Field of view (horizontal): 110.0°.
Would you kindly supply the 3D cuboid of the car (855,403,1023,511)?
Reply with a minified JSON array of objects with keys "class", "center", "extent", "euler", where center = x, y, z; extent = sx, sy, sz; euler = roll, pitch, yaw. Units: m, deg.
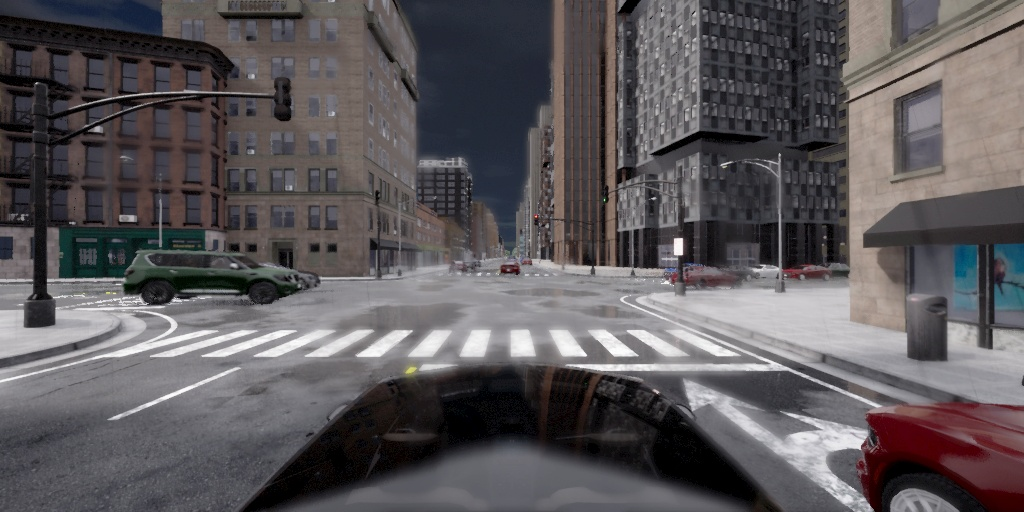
[{"class":"car","center":[3.352,1.228,0.423],"extent":[1.882,1.535,5.008],"euler":[0,0,0]}]

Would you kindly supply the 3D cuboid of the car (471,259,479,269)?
[{"class":"car","center":[-6.676,1.252,54.688],"extent":[2.128,1.511,4.902],"euler":[0,0,0]}]

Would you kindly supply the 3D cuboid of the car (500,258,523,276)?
[{"class":"car","center":[-0.180,1.234,38.159],"extent":[1.882,1.535,5.008],"euler":[0,0,4]}]

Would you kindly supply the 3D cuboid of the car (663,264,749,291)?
[{"class":"car","center":[12.303,1.395,22.785],"extent":[4.674,1.442,1.812],"euler":[1,-1,-19]}]

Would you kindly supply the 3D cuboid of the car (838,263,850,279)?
[{"class":"car","center":[35.023,1.570,39.641],"extent":[4.553,1.767,2.097],"euler":[1,0,-13]}]

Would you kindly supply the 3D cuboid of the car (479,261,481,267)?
[{"class":"car","center":[-6.664,1.325,64.650],"extent":[1.994,1.385,4.181],"euler":[0,0,0]}]

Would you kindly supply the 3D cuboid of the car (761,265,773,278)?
[{"class":"car","center":[26.014,1.639,37.360],"extent":[4.674,1.442,1.812],"euler":[1,0,-15]}]

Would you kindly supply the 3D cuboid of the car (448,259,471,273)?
[{"class":"car","center":[-6.666,1.284,44.727],"extent":[1.812,1.442,4.674],"euler":[0,0,0]}]

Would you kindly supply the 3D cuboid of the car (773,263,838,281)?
[{"class":"car","center":[28.334,1.593,34.618],"extent":[5.008,1.535,1.882],"euler":[1,0,-15]}]

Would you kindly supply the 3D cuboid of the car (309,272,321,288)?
[{"class":"car","center":[-12.501,1.096,18.235],"extent":[4.902,1.511,2.128],"euler":[1,0,-25]}]

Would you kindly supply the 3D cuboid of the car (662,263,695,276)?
[{"class":"car","center":[17.031,1.487,34.791],"extent":[5.008,1.535,1.882],"euler":[1,0,-16]}]

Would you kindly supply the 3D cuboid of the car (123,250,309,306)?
[{"class":"car","center":[-11.692,0.836,14.413],"extent":[5.566,2.045,2.150],"euler":[2,0,-18]}]

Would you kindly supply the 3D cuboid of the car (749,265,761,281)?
[{"class":"car","center":[19.283,1.514,32.048],"extent":[4.892,1.490,1.837],"euler":[1,0,-17]}]
